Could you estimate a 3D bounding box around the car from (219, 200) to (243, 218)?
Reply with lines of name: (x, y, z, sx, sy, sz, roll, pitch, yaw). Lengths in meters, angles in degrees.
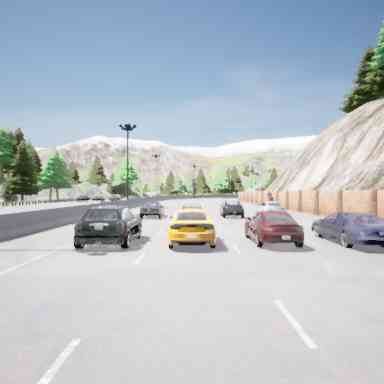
car: (3.500, 1.493, 29.650, 2.128, 1.511, 4.902, 0, 0, 0)

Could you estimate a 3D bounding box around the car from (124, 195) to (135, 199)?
car: (-14.000, 1.478, 74.728, 1.812, 1.442, 4.674, 0, 0, 0)

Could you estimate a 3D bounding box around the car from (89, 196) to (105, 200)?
car: (-21.000, 1.506, 74.728, 1.994, 1.385, 4.181, 0, 0, 0)

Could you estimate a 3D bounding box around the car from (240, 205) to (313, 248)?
car: (3.500, 1.530, 14.650, 1.812, 1.442, 4.674, 0, 0, 0)

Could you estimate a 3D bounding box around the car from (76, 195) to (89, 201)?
car: (-24.500, 1.432, 74.728, 1.882, 1.535, 5.008, 0, 0, 0)

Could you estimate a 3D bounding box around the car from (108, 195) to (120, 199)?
car: (-17.500, 1.478, 74.728, 1.812, 1.442, 4.674, 0, 0, 0)

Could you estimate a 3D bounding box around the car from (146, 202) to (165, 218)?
car: (-3.500, 1.561, 29.650, 2.033, 1.411, 5.357, 0, 0, 0)

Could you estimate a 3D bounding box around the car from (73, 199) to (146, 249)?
car: (-3.500, 1.363, 14.620, 2.097, 1.767, 4.553, 0, 0, 0)

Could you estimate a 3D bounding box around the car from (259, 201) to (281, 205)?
car: (7.000, 1.531, 29.650, 1.812, 1.442, 4.674, 0, 0, 0)

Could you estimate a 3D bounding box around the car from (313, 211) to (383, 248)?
car: (7.000, 1.560, 14.650, 2.033, 1.411, 5.357, 0, 0, 0)

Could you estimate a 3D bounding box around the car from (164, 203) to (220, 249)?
car: (0.000, 1.482, 14.650, 1.882, 1.535, 5.008, 0, 0, 0)

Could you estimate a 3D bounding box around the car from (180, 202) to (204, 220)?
car: (0.000, 1.614, 29.680, 1.895, 1.301, 4.718, 0, 0, 0)
